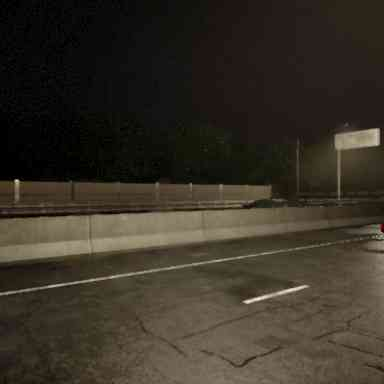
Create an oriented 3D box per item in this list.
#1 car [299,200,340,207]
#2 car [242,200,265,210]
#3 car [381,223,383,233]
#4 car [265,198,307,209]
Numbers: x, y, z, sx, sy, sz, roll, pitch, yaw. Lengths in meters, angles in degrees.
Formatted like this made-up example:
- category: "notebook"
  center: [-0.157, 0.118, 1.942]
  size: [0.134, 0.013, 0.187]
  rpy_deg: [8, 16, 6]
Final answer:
- category: "car"
  center: [12.007, 1.629, 29.858]
  size: [4.181, 1.385, 1.994]
  rpy_deg: [0, 0, -36]
- category: "car"
  center: [7.432, 1.542, 35.189]
  size: [5.008, 1.535, 1.882]
  rpy_deg: [0, 0, -36]
- category: "car"
  center: [11.179, 1.644, 16.074]
  size: [4.718, 1.301, 1.895]
  rpy_deg: [0, 0, -36]
- category: "car"
  center: [9.701, 1.416, 32.511]
  size: [4.553, 1.767, 2.097]
  rpy_deg: [0, 0, -36]
